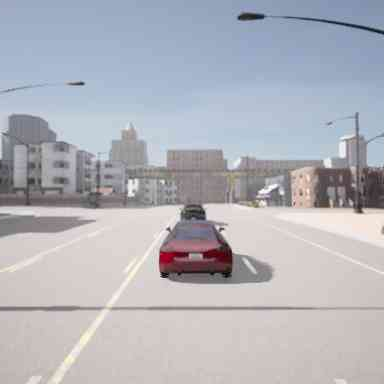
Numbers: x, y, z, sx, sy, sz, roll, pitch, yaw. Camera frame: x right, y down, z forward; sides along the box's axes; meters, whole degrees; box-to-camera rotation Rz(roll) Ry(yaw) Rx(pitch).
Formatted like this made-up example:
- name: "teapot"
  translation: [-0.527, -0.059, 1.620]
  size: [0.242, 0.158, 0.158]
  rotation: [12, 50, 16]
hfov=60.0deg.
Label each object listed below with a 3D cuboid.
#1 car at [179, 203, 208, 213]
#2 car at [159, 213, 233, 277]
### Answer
- name: "car"
  translation: [0.093, 1.548, 24.426]
  size: [1.837, 1.490, 4.892]
  rotation: [0, -1, 0]
- name: "car"
  translation: [0.096, 1.563, 10.290]
  size: [1.994, 1.385, 4.181]
  rotation: [0, 0, 0]
